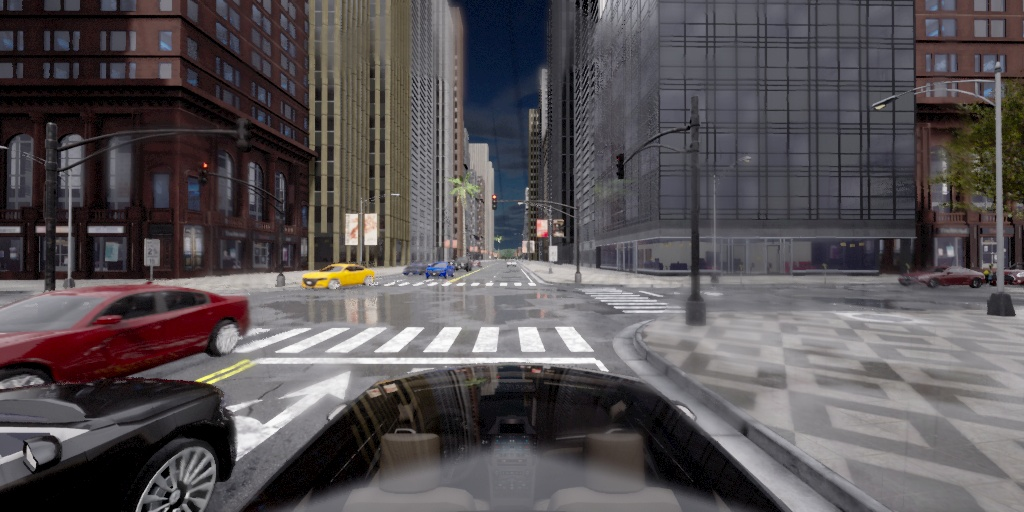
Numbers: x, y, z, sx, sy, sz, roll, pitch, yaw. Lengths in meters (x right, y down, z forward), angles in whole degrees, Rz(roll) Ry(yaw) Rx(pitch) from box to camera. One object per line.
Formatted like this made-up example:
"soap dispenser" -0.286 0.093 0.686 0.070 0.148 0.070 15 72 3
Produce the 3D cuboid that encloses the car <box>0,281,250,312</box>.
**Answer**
"car" -6.609 1.228 5.716 1.882 1.535 5.008 0 0 0

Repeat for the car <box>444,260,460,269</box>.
"car" -9.931 1.435 59.452 1.812 1.442 4.674 0 0 0

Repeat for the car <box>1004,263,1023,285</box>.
"car" 32.064 1.118 22.151 4.097 1.591 1.967 0 0 -1

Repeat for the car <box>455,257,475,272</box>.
"car" -6.688 1.084 48.079 2.150 2.045 5.566 0 0 0

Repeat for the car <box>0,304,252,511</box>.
"car" -3.138 1.241 0.952 2.128 1.511 4.902 0 0 -1

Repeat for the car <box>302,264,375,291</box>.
"car" -10.784 1.263 22.670 1.882 1.535 5.008 1 0 16

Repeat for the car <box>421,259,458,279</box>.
"car" -6.658 1.292 33.591 1.882 1.535 5.008 0 0 2

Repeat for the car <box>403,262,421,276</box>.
"car" -9.921 1.374 37.890 2.033 1.411 5.357 0 0 0

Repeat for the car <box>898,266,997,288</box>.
"car" 26.426 1.276 22.052 4.207 1.307 1.802 0 0 -1
